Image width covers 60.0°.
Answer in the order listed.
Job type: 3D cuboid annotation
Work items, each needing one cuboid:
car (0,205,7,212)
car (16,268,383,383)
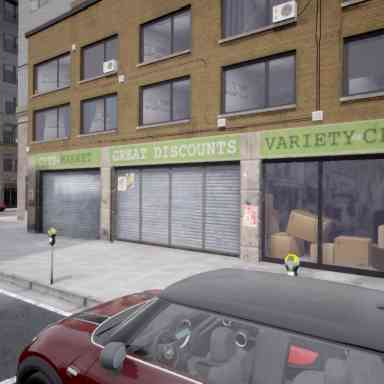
[{"bbox_3d":[-19.429,1.458,29.774,1.895,1.301,4.718,1,1,34],"label":"car"},{"bbox_3d":[0.240,1.440,2.894,4.097,1.590,1.967,0,1,35],"label":"car"}]
